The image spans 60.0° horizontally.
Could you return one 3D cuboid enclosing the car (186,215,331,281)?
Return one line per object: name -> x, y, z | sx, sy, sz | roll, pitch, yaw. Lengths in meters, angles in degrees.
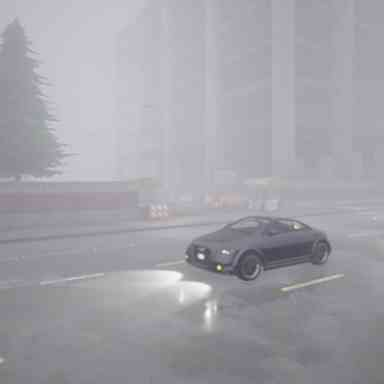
car -> 1.911, 1.370, 9.265 | 4.181, 1.385, 1.994 | -1, 1, -32
